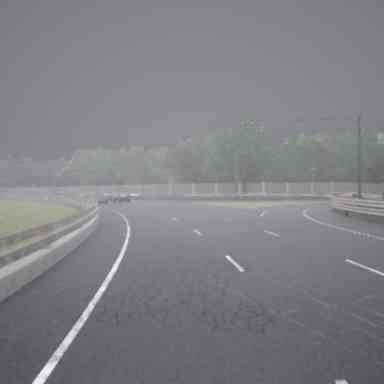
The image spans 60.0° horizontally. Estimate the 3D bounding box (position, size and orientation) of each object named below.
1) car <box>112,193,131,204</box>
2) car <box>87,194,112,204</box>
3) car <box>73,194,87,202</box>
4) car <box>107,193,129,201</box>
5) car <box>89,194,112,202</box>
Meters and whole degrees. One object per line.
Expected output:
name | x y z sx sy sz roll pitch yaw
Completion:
car | -11.583 1.031 54.111 1.882 1.535 5.008 -1 1 -31
car | -14.646 1.161 52.423 1.994 1.385 4.181 -1 1 -31
car | -20.096 1.084 60.584 1.812 1.442 4.674 -1 1 -39
car | -14.482 0.955 64.764 2.128 1.511 4.902 -1 1 -39
car | -17.289 1.059 62.674 2.033 1.411 5.357 -1 1 -39
